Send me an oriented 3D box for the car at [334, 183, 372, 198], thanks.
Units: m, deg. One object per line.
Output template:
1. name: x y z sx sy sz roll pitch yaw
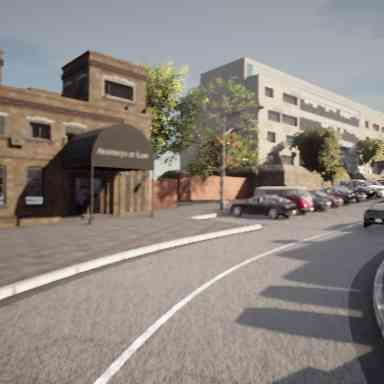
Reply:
1. car: 14.561 0.222 33.000 4.892 1.521 2.231 1 4 44

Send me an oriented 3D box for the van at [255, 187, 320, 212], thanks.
1. van: 6.854 0.608 24.917 4.442 1.987 1.878 1 4 44

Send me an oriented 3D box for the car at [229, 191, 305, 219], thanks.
1. car: 4.822 0.961 22.996 4.892 1.521 2.231 1 3 44

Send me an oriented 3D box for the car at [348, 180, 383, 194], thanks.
1. car: 22.243 -0.514 40.909 4.553 1.767 2.185 1 4 44

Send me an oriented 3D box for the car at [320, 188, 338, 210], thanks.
1. car: 8.719 0.684 27.011 4.892 1.521 2.231 1 4 44

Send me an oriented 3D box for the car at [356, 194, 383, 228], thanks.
1. car: 10.708 1.115 17.939 1.812 1.442 4.674 1 3 44

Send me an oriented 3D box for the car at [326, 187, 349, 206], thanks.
1. car: 10.669 0.570 29.005 4.674 1.452 2.002 1 4 44

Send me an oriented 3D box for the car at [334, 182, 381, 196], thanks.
1. car: 16.516 0.067 34.988 5.008 1.535 2.097 1 4 44

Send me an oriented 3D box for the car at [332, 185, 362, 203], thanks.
1. car: 12.535 0.384 30.905 4.892 1.521 2.231 1 4 44
